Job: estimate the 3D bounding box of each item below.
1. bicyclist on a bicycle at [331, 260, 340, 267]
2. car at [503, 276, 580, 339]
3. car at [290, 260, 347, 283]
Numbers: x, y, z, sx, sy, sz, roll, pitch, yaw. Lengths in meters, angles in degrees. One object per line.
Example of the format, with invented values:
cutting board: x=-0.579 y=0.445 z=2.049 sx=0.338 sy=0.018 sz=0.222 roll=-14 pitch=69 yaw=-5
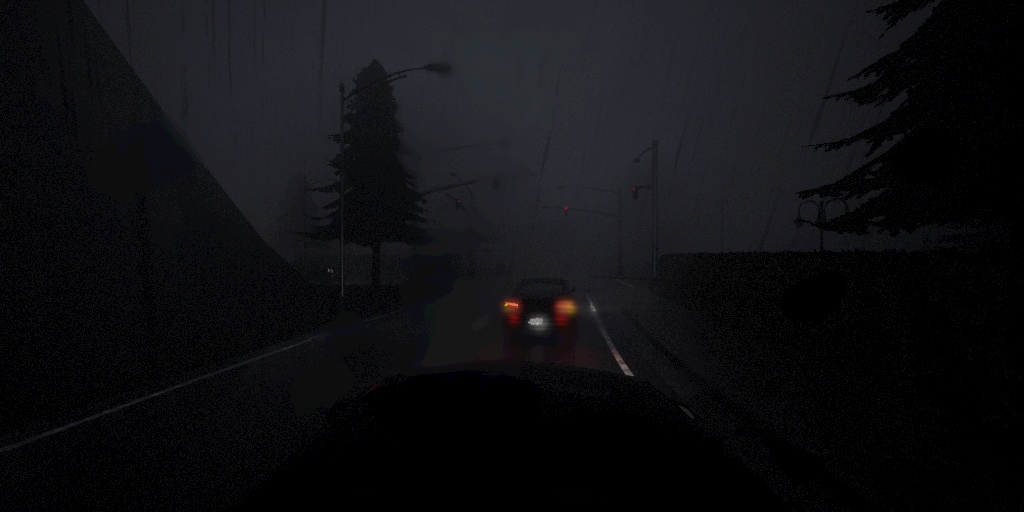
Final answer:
bicyclist on a bicycle: x=-17.361 y=1.203 z=35.377 sx=0.582 sy=1.620 sz=1.656 roll=0 pitch=0 yaw=8
car: x=0.921 y=1.276 z=10.097 sx=1.812 sy=1.442 sz=4.674 roll=0 pitch=0 yaw=9
car: x=-15.341 y=1.102 z=27.955 sx=4.553 sy=1.767 sz=2.097 roll=0 pitch=0 yaw=9
